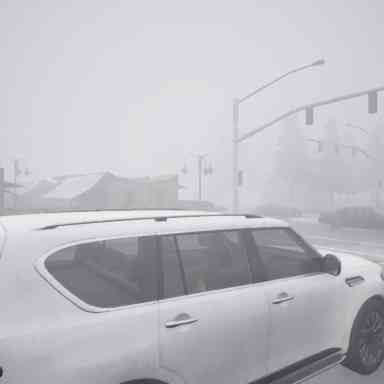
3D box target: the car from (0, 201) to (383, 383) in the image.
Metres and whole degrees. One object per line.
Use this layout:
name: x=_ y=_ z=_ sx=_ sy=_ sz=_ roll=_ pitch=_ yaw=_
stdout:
car: x=0.183 y=1.221 z=3.944 sx=5.566 sy=2.045 sz=2.150 roll=0 pitch=0 yaw=-35

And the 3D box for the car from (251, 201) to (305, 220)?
car: x=7.378 y=1.564 z=28.972 sx=1.994 sy=1.385 sz=4.181 roll=0 pitch=0 yaw=-39
